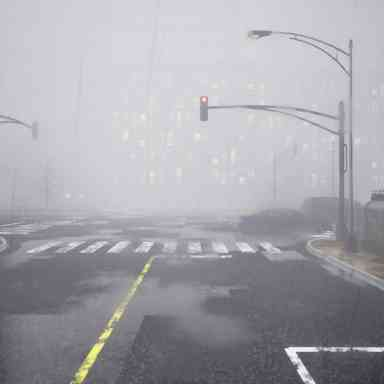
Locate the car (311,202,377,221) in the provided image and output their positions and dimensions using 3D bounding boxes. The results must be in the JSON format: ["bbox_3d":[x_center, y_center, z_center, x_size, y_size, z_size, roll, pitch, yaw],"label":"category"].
[{"bbox_3d":[13.164,1.694,29.036,4.892,1.490,1.837,1,0,-1],"label":"car"}]

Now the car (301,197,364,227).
[{"bbox_3d":[9.959,1.356,22.282,5.566,2.045,2.150,1,0,-1],"label":"car"}]

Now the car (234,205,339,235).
[{"bbox_3d":[5.110,1.613,18.948,5.357,1.411,2.033,1,0,-1],"label":"car"}]
